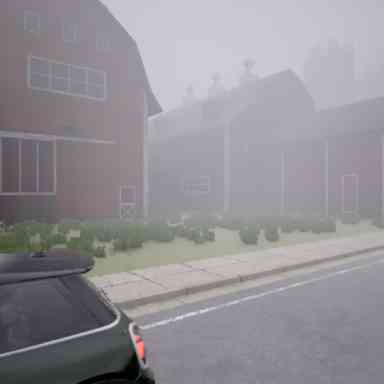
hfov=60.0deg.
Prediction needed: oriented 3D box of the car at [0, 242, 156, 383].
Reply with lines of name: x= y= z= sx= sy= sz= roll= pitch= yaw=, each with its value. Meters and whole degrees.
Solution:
car: x=-2.592 y=1.352 z=2.346 sx=4.553 sy=1.767 sz=2.097 roll=0 pitch=0 yaw=-33
